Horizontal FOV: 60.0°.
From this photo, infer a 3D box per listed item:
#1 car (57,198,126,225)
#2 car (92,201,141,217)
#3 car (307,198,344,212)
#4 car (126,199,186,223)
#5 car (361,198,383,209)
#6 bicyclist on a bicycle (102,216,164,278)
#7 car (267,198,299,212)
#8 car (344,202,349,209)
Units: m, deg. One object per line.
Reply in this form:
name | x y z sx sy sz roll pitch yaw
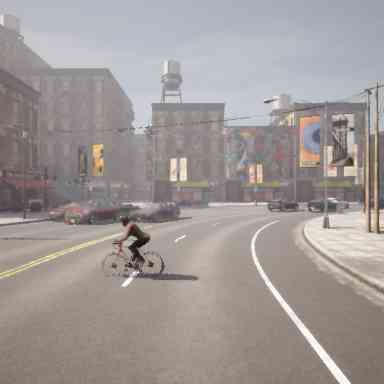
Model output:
car | -7.139 1.351 24.176 2.097 1.767 4.553 0 0 21
car | -7.237 1.595 32.440 1.895 1.301 4.718 0 0 31
car | 15.209 1.504 38.439 4.892 1.490 1.837 0 0 -40
car | -2.698 1.547 26.111 2.033 1.411 5.357 0 0 24
car | 24.176 1.526 43.323 4.674 1.442 1.812 0 0 -20
bicyclist on a bicycle | -1.565 1.455 8.667 1.656 1.620 0.582 -2 0 3
car | 10.768 1.491 39.205 4.902 1.511 2.128 0 0 -44
car | 19.155 1.526 44.983 4.674 1.442 1.812 0 0 -27
